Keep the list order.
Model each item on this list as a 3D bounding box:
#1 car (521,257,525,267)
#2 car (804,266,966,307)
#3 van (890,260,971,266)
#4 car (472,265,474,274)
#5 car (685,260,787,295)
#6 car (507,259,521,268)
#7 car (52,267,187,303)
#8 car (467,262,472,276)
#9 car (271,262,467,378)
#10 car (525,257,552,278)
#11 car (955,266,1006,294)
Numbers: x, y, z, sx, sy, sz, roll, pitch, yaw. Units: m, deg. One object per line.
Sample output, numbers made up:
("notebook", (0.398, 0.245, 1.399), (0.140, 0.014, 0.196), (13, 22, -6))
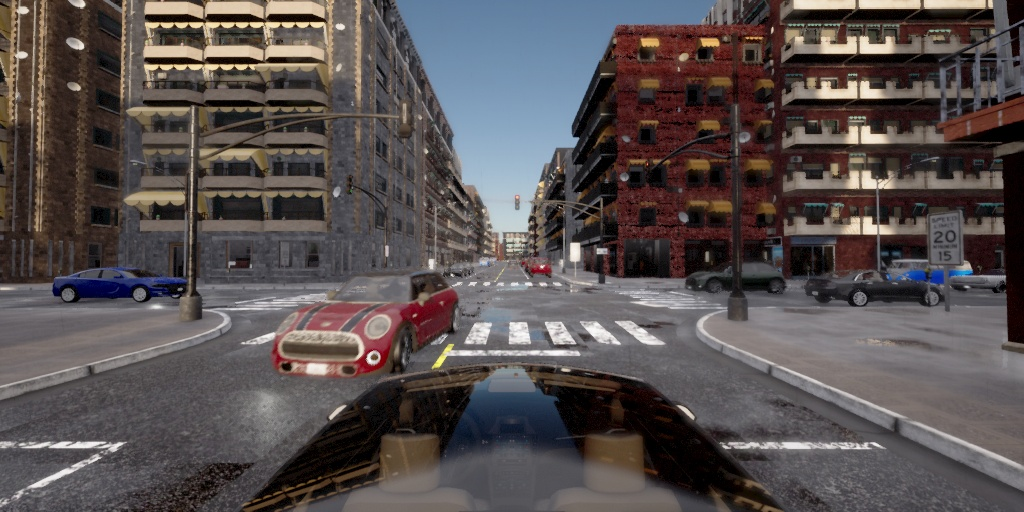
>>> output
("car", (2.647, 1.086, 45.120), (2.192, 1.841, 5.009), (0, 0, 0))
("car", (13.767, 1.185, 13.683), (4.403, 1.370, 2.007), (0, 0, 0))
("van", (24.939, 1.115, 21.515), (3.998, 1.789, 1.690), (0, 0, 0))
("car", (-5.245, 1.331, 39.528), (1.948, 1.339, 4.313), (0, 0, 0))
("car", (11.832, 1.108, 19.234), (4.553, 1.767, 2.097), (0, -1, 3))
("car", (0.214, 1.314, 63.522), (2.128, 1.511, 4.902), (0, 0, 0))
("car", (-17.587, 1.254, 16.304), (5.008, 1.535, 1.882), (0, -1, 0))
("car", (-5.255, 1.328, 33.966), (1.948, 1.339, 4.313), (0, 0, 0))
("car", (-2.640, 1.101, 7.617), (2.097, 1.767, 4.553), (0, 0, 8))
("car", (2.626, 1.077, 33.997), (2.192, 1.841, 5.009), (0, 0, 0))
("car", (26.409, 1.321, 19.055), (4.718, 1.301, 1.895), (0, -1, 0))
